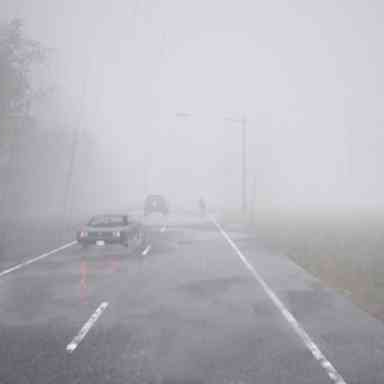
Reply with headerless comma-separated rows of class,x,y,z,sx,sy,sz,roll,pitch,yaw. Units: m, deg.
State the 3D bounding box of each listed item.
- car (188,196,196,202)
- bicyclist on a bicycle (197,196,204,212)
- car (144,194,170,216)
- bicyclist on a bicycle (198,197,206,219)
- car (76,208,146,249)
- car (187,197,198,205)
car,0.005,1.677,76.145,1.895,1.301,4.718,0,0,0
bicyclist on a bicycle,0.967,1.410,38.412,0.659,1.776,1.843,0,0,0
car,-3.401,1.255,32.873,2.150,2.045,5.566,0,0,0
bicyclist on a bicycle,0.965,1.482,28.734,0.582,1.620,1.656,0,0,0
car,-3.399,1.616,14.612,1.895,1.301,4.718,0,0,0
car,0.043,1.629,61.544,1.994,1.385,4.181,0,0,1
